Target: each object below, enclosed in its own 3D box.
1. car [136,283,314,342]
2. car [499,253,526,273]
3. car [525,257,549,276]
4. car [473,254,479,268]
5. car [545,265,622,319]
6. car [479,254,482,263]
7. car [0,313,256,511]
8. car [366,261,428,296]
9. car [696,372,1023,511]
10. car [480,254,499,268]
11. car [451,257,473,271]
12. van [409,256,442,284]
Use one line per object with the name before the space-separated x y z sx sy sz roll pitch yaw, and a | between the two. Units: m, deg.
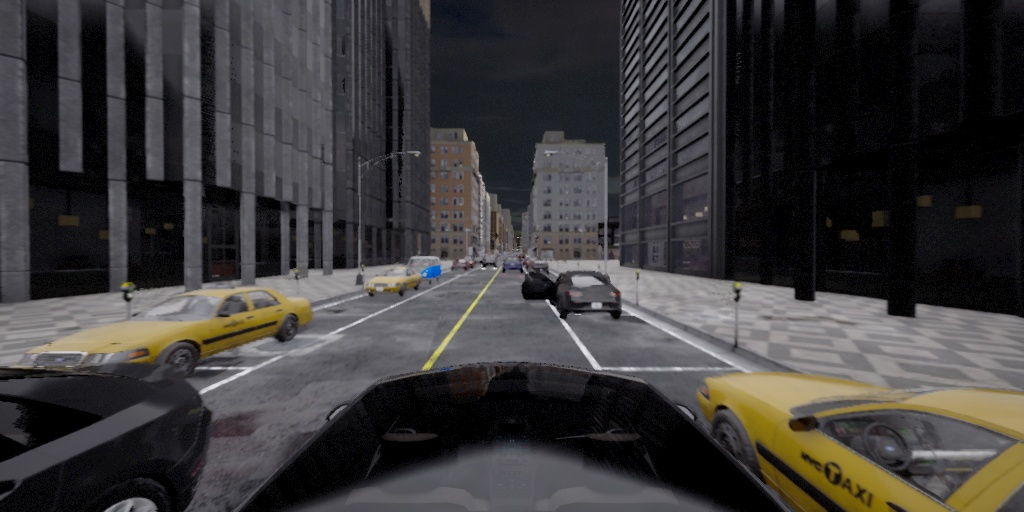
car | -5.860 1.233 6.973 1.751 1.417 4.829 0 0 1
car | 0.067 0.796 37.475 2.097 1.767 4.553 0 1 0
car | 2.679 1.015 35.355 2.007 1.370 4.403 0 0 0
car | -5.843 0.793 46.661 1.967 1.591 4.097 0 0 0
car | 2.355 1.193 12.256 1.812 1.442 4.674 0 0 0
car | -5.838 0.749 63.579 1.948 1.339 4.313 0 0 0
car | -3.100 1.264 0.574 1.837 1.490 4.892 0 0 0
car | -5.853 1.142 18.288 1.751 1.417 4.829 0 0 0
car | 2.672 1.277 1.724 1.751 1.417 4.829 0 0 1
car | -2.996 0.833 49.591 1.837 1.490 4.892 0 0 0
car | -5.845 0.992 41.020 1.802 1.307 4.207 0 0 0
van | -5.850 0.909 24.100 1.690 1.789 3.998 0 0 0
